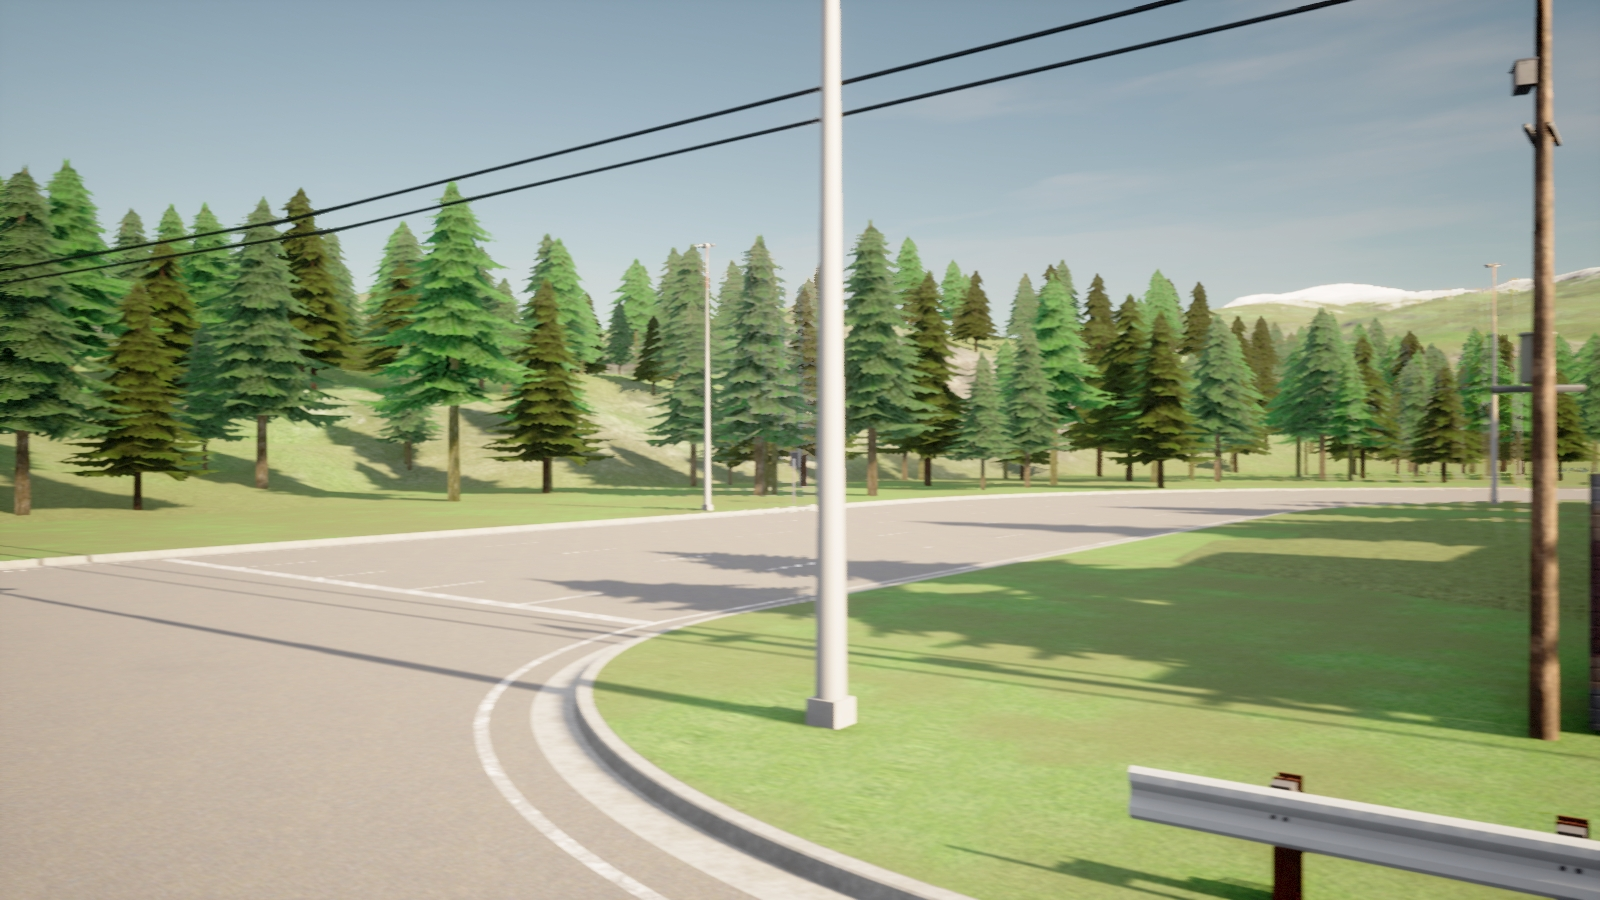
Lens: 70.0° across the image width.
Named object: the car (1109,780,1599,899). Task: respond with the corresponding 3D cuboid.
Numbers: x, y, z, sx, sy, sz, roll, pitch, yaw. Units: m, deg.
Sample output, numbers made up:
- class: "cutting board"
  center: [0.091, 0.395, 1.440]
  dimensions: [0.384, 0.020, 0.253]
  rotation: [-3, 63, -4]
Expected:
- class: "car"
  center: [3.083, 1.980, 1.636]
  dimensions: [5.238, 1.638, 2.097]
  rotation: [0, 0, 36]
